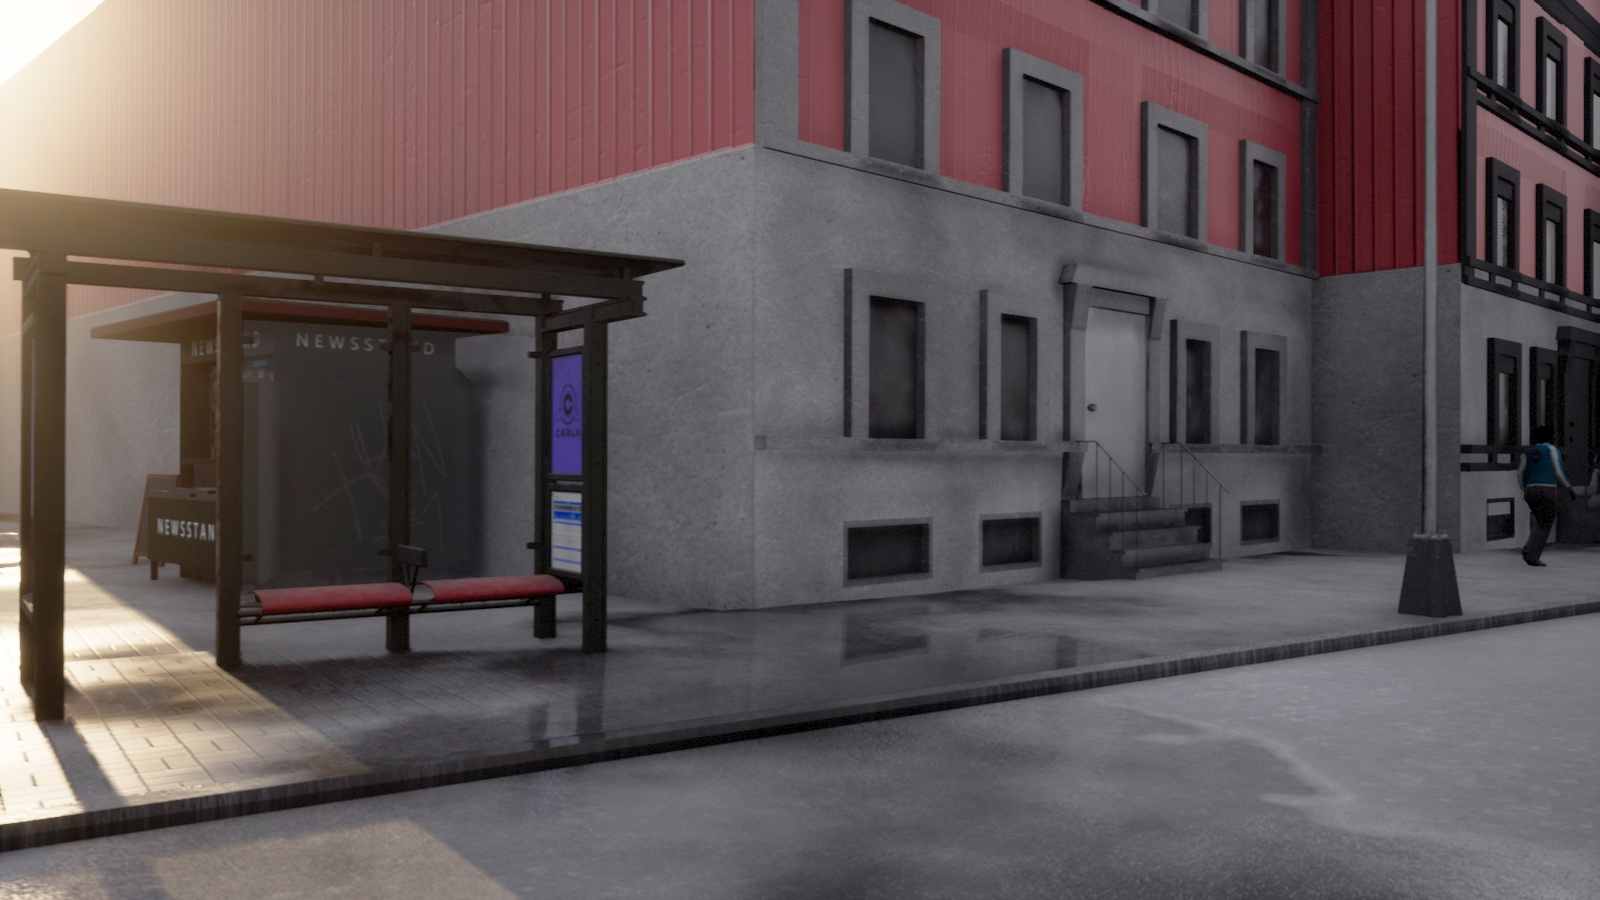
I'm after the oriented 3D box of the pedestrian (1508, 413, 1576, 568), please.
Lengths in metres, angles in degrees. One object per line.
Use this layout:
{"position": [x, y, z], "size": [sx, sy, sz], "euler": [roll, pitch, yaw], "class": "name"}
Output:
{"position": [9.435, 0.508, 15.966], "size": [0.692, 1.930, 0.396], "euler": [0, 0, -22], "class": "pedestrian"}
